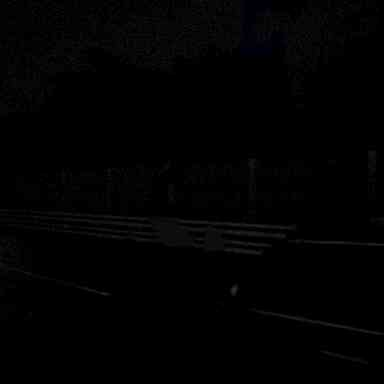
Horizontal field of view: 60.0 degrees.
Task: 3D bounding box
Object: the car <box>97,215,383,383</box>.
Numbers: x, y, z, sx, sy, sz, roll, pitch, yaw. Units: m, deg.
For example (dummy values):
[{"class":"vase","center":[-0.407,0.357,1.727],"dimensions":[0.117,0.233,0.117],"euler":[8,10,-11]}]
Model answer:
[{"class":"car","center":[1.620,1.223,2.837],"dimensions":[5.566,2.045,2.150],"euler":[0,0,36]}]
